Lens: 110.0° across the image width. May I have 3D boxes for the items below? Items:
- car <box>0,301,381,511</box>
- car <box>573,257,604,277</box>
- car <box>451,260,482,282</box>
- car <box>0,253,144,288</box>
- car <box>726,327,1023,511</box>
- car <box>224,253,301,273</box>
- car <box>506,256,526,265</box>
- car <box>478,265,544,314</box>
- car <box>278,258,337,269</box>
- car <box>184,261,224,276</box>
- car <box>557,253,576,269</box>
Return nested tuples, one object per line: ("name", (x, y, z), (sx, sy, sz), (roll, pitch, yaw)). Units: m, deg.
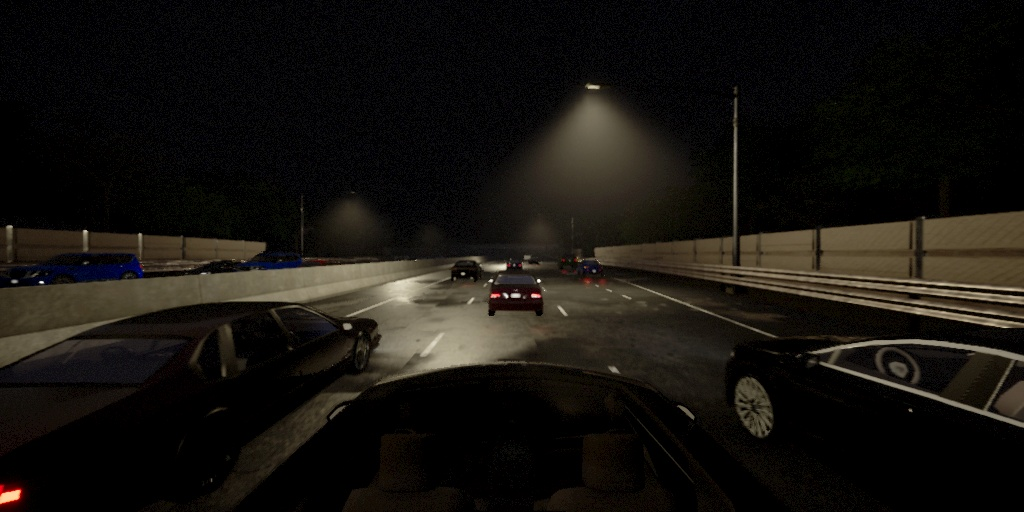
("car", (-3.398, 1.277, 4.349), (2.033, 1.411, 5.357), (0, 0, 0))
("car", (6.975, 1.068, 32.381), (1.812, 1.442, 4.674), (0, 0, 2))
("car", (-3.334, 1.051, 26.918), (1.882, 1.535, 5.008), (0, 0, 0))
("car", (-23.816, 0.839, 19.826), (2.150, 2.045, 5.566), (0, 0, -3))
("car", (3.500, 1.237, 2.384), (2.128, 1.511, 4.902), (0, 0, 0))
("car", (-17.535, 0.799, 26.189), (2.150, 2.045, 5.566), (0, 0, 0))
("car", (0.254, 1.045, 40.525), (2.033, 1.411, 5.357), (0, 0, 0))
("car", (0.115, 1.212, 13.187), (2.033, 1.411, 5.357), (0, 0, 0))
("car", (-14.037, 1.058, 25.684), (1.882, 1.535, 5.008), (0, 0, 0))
("car", (-21.034, 1.082, 26.048), (1.837, 1.490, 4.892), (0, 0, 0))
("car", (7.259, 0.685, 47.167), (2.150, 2.045, 5.566), (0, 0, 2))
